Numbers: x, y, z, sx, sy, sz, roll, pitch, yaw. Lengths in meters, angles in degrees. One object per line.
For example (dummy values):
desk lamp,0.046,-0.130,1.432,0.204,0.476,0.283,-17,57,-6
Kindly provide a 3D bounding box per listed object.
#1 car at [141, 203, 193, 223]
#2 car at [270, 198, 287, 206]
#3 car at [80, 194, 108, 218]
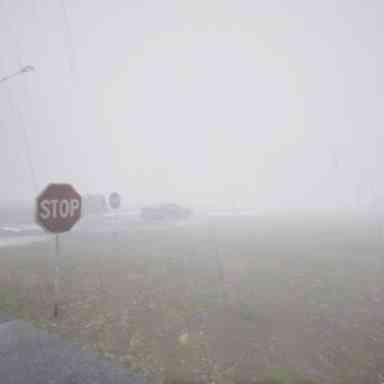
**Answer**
car,-1.898,1.604,26.895,1.882,1.535,5.008,2,0,36
car,16.907,1.946,64.671,1.882,1.535,5.008,2,1,36
car,-9.726,1.256,28.024,2.150,2.045,5.566,2,2,36
